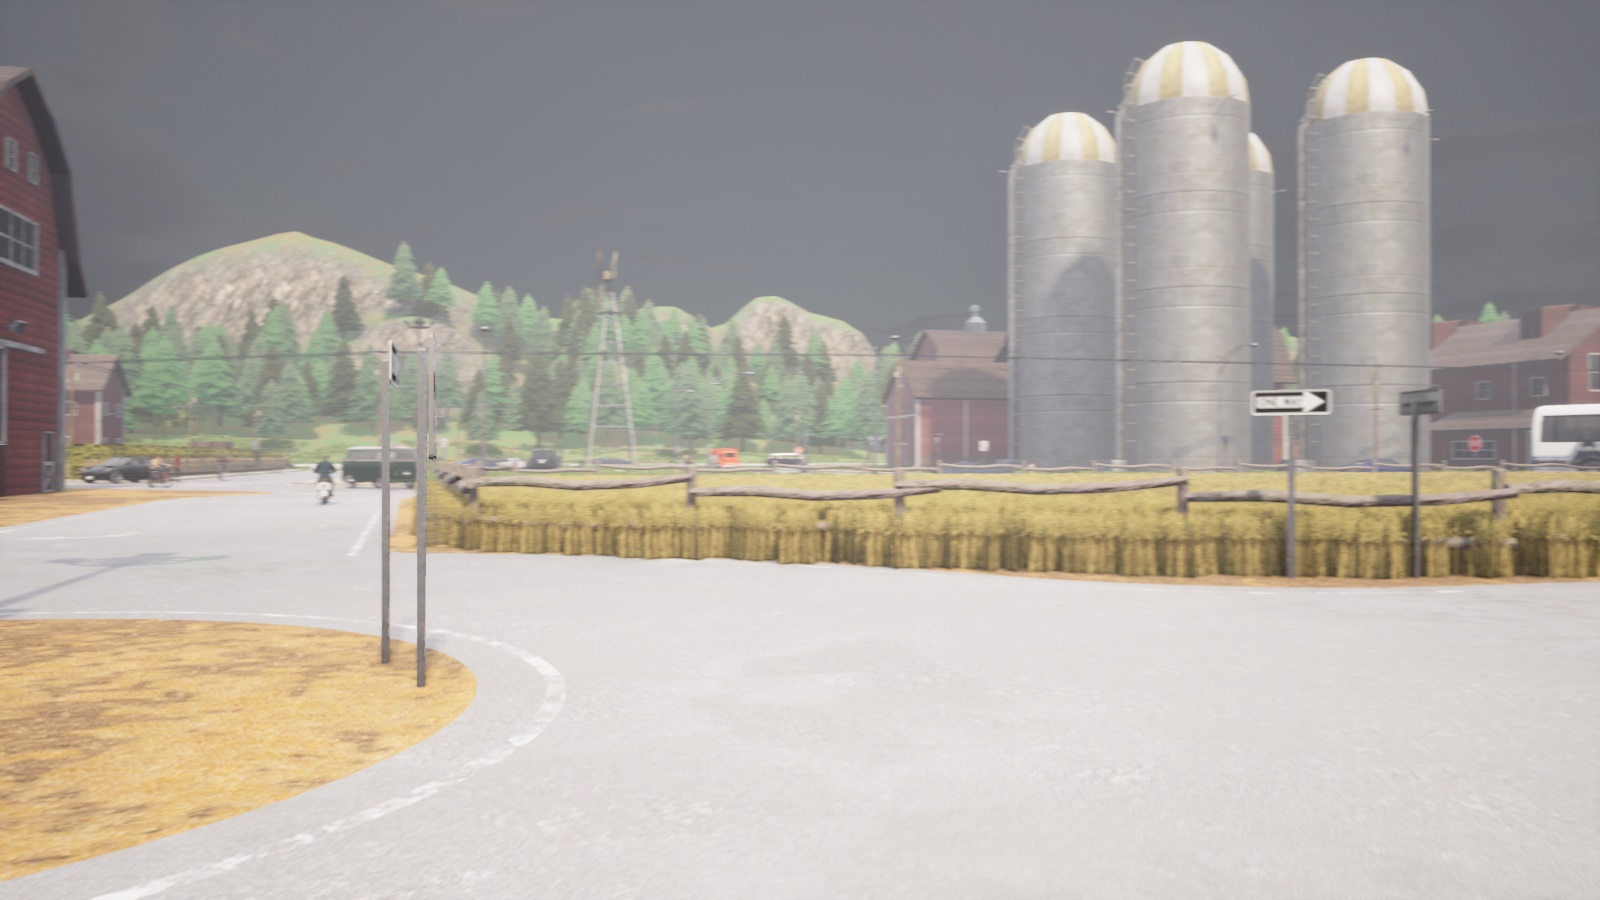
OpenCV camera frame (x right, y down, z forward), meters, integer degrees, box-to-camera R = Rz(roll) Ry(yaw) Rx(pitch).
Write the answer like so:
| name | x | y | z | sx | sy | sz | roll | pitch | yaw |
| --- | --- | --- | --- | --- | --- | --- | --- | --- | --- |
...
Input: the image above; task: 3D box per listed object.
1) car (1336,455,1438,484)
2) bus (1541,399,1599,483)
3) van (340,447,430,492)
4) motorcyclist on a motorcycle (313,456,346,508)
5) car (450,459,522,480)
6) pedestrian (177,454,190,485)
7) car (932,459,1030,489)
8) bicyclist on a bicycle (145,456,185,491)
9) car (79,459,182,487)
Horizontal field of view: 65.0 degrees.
| name | x | y | z | sx | sy | sz | roll | pitch | yaw |
| --- | --- | --- | --- | --- | --- | --- | --- | --- | --- |
| car | 30.442 | 1.006 | 65.137 | 4.674 | 1.442 | 1.812 | 0 | 0 | -14 |
| bus | 43.507 | -0.479 | 62.894 | 3.944 | 4.253 | 10.273 | 0 | 0 | -39 |
| van | -19.360 | 0.900 | 58.547 | 4.442 | 1.987 | 1.775 | -1 | 0 | 37 |
| motorcyclist on a motorcycle | -14.943 | 1.002 | 39.928 | 0.866 | 1.590 | 1.817 | 0 | 0 | -17 |
| car | -22.326 | 1.395 | 89.333 | 4.674 | 1.442 | 1.812 | 0 | -1 | -40 |
| pedestrian | -36.526 | 1.135 | 74.426 | 0.636 | 1.846 | 0.331 | 0 | 0 | -4 |
| car | 8.587 | 1.116 | 59.799 | 4.181 | 1.385 | 1.994 | 0 | 0 | -14 |
| bicyclist on a bicycle | -30.045 | 1.105 | 59.436 | 1.509 | 1.612 | 0.866 | 0 | 0 | 20 |
| car | -36.271 | 1.229 | 68.166 | 2.163 | 1.488 | 4.792 | 0 | -1 | 17 |
